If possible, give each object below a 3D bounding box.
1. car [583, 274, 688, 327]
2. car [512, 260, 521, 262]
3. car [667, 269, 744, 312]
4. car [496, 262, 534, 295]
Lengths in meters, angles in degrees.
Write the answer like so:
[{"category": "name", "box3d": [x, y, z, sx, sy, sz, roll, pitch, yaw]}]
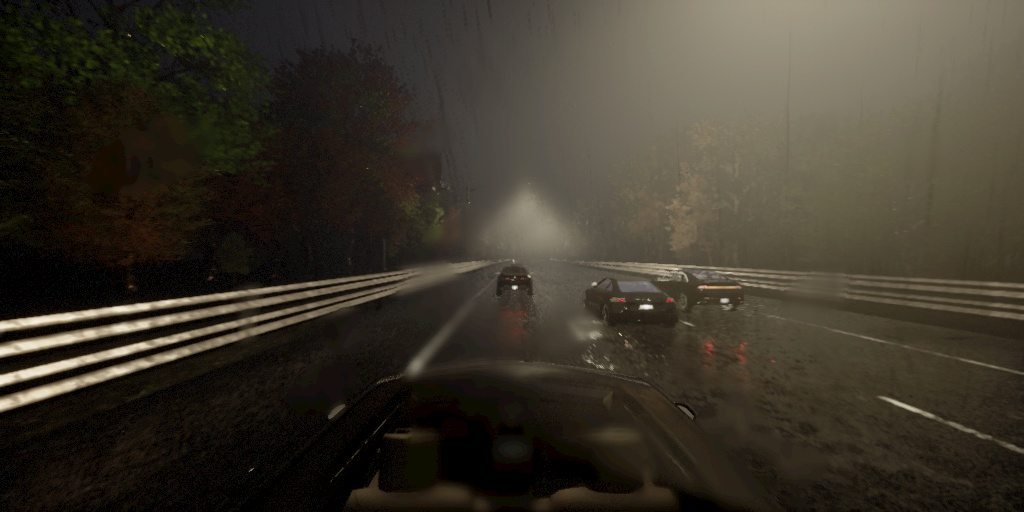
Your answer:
[{"category": "car", "box3d": [3.611, 1.339, 11.603, 1.994, 1.385, 4.181, 0, 0, 0]}, {"category": "car", "box3d": [0.733, 1.353, 55.631, 2.128, 1.511, 4.902, 0, 0, 1]}, {"category": "car", "box3d": [7.120, 1.276, 14.415, 2.128, 1.511, 4.902, 0, 0, 0]}, {"category": "car", "box3d": [0.160, 1.295, 20.198, 1.837, 1.490, 4.892, 0, 0, 0]}]
